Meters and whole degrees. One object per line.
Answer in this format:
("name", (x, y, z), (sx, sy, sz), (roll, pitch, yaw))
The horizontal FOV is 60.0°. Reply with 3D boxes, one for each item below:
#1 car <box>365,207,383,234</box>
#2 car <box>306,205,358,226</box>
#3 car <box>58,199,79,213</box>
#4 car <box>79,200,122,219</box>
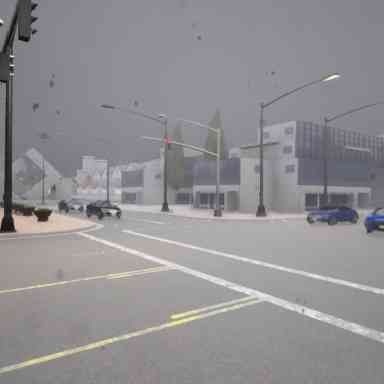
("car", (11.550, 1.589, 19.467), (1.882, 1.535, 5.008), (-1, -1, 39))
("car", (10.364, 1.653, 24.326), (4.674, 1.442, 1.812), (1, -1, -36))
("car", (-13.653, 1.499, 37.381), (2.128, 1.511, 4.902), (1, 0, -35))
("car", (-7.743, 1.501, 28.912), (2.128, 1.511, 4.902), (1, 0, -35))
